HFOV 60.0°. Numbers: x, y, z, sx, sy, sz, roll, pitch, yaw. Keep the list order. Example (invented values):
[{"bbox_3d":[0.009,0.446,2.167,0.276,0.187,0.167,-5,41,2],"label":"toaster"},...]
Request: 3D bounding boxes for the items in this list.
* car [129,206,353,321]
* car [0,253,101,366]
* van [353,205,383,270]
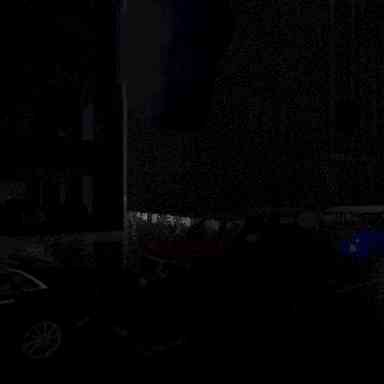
[{"bbox_3d":[1.160,1.313,7.473,5.009,1.841,2.192,0,0,-35],"label":"car"},{"bbox_3d":[-3.407,1.548,4.216,4.403,1.369,2.008,0,0,-35],"label":"car"},{"bbox_3d":[5.726,1.340,10.730,3.998,1.788,1.690,0,0,-35],"label":"van"}]
